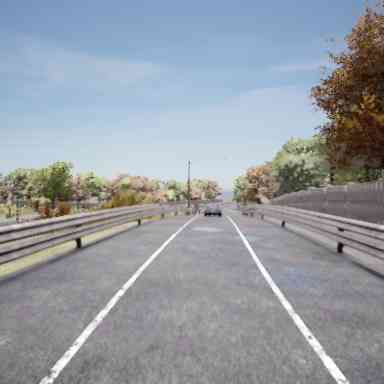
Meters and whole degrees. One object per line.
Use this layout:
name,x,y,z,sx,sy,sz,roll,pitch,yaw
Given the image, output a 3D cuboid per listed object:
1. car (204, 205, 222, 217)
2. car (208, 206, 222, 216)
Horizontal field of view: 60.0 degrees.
car,2.516,2.259,40.088,1.994,1.385,4.181,0,-3,5
car,3.533,2.912,50.843,1.994,1.385,4.181,0,-4,7
